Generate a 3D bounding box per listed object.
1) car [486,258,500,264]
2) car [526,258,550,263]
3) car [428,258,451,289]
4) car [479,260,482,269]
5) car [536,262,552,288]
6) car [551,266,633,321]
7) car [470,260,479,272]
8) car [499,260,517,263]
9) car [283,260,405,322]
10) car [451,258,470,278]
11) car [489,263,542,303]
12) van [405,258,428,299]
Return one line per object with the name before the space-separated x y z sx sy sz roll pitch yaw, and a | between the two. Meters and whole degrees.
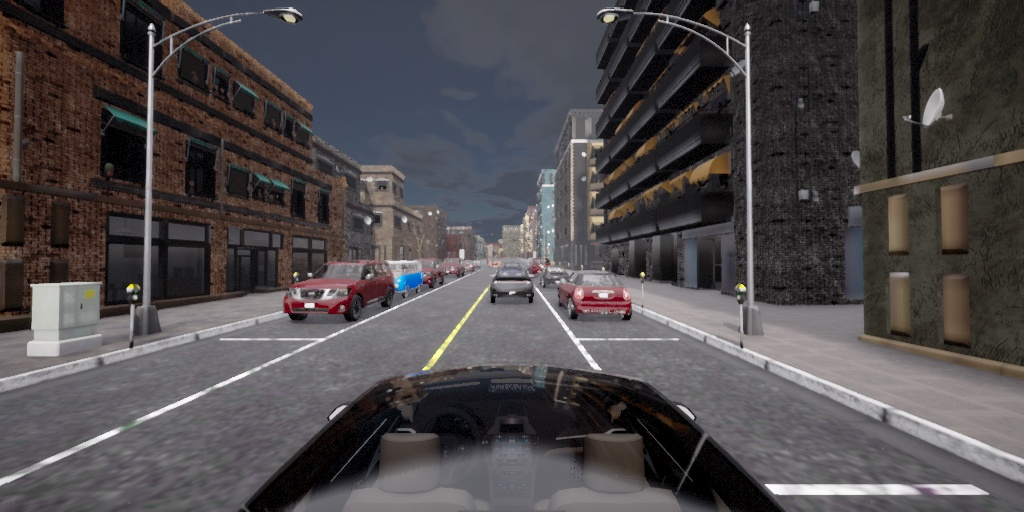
car | -3.000 1.167 63.540 2.097 1.767 4.553 0 0 0
car | 2.691 1.071 34.189 2.192 1.841 5.009 0 0 0
car | -5.689 1.068 23.382 2.192 1.841 5.009 0 0 0
car | -5.690 1.311 55.825 2.007 1.370 4.403 0 0 0
car | 2.692 1.304 23.375 2.007 1.370 4.403 0 0 0
car | 2.692 1.190 12.561 1.967 1.591 4.097 0 0 0
car | -5.689 1.198 45.011 1.967 1.591 4.097 0 0 0
car | 0.000 1.273 31.505 1.837 1.490 4.892 0 0 0
car | -5.689 1.065 12.568 2.192 1.841 5.009 0 0 0
car | -5.689 1.071 34.196 2.192 1.841 5.009 0 0 0
car | 0.000 1.248 16.503 2.128 1.511 4.902 0 0 0
van | -5.689 1.093 17.975 1.690 1.789 3.998 0 0 0
